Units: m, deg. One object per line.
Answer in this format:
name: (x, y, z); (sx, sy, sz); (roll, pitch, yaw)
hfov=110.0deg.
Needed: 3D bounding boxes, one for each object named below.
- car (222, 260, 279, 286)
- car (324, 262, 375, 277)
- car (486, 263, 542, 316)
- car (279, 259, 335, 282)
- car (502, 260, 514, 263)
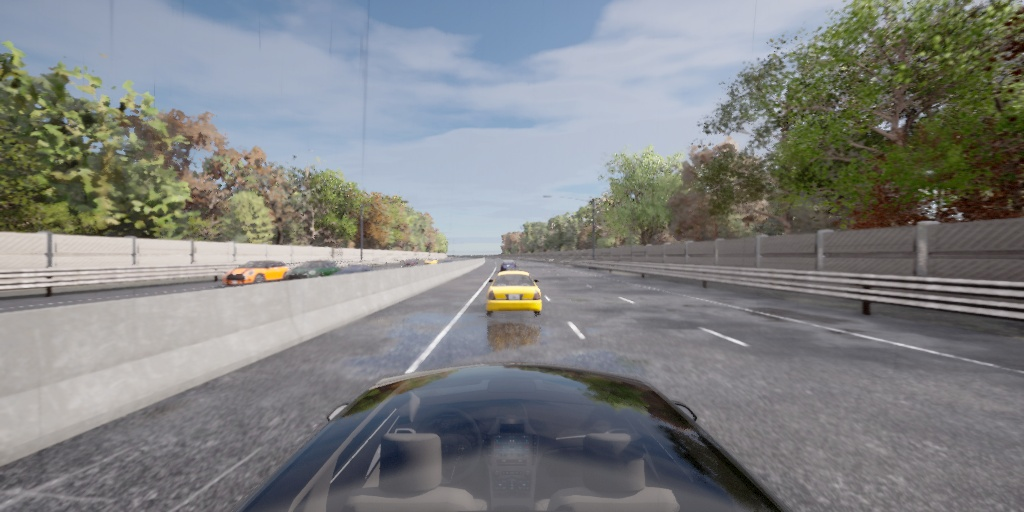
car: (-17.771, 1.104, 25.186); (2.097, 1.767, 4.553); (0, 0, -1)
car: (-10.766, 1.315, 24.758); (1.994, 1.385, 4.181); (0, 0, -1)
car: (0.049, 1.206, 13.311); (1.801, 1.575, 5.366); (0, 0, 0)
car: (-14.284, 1.103, 26.063); (2.097, 1.767, 4.553); (0, 0, -1)
car: (-0.467, 1.254, 45.548); (2.163, 1.488, 4.792); (0, 0, -1)
